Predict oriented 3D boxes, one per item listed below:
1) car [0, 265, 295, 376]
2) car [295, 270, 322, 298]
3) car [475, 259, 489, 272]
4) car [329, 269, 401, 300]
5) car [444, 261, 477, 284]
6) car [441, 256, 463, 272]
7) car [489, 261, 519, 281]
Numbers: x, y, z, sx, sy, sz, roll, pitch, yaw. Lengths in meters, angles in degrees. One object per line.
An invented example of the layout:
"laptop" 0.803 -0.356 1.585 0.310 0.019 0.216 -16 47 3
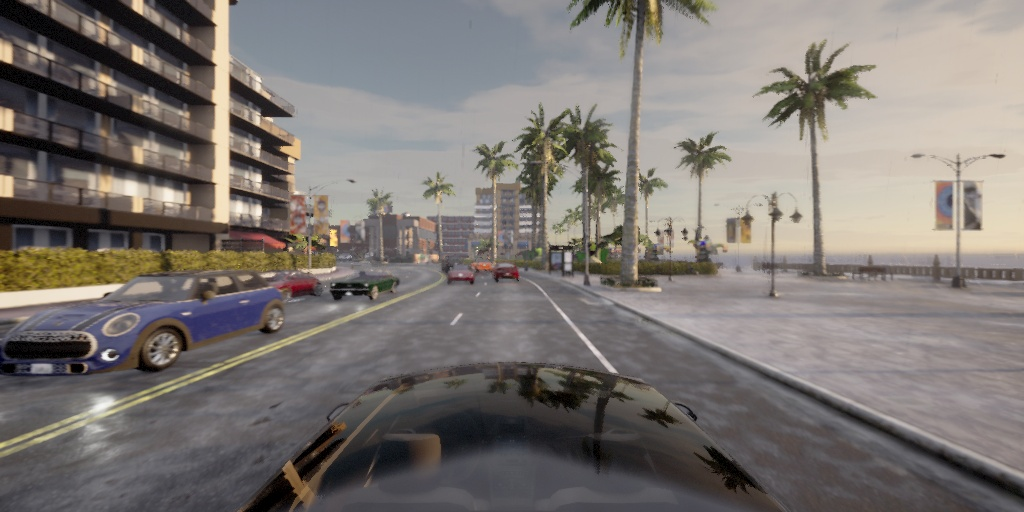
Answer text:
"car" -7.100 1.103 7.643 2.097 1.767 4.553 0 0 -1
"car" -10.518 1.317 16.304 1.994 1.385 4.181 0 0 0
"car" -3.929 1.105 44.891 2.097 1.767 4.553 0 0 -18
"car" -7.154 1.353 17.894 1.895 1.301 4.718 0 0 -1
"car" -3.854 1.317 27.498 1.994 1.385 4.181 0 0 -6
"car" -7.467 0.975 44.695 2.150 2.045 5.566 0 0 -18
"car" -0.616 1.230 29.827 1.882 1.535 5.008 0 0 -7
